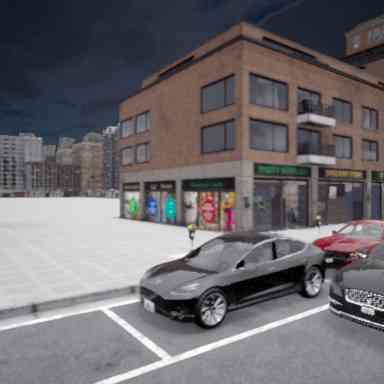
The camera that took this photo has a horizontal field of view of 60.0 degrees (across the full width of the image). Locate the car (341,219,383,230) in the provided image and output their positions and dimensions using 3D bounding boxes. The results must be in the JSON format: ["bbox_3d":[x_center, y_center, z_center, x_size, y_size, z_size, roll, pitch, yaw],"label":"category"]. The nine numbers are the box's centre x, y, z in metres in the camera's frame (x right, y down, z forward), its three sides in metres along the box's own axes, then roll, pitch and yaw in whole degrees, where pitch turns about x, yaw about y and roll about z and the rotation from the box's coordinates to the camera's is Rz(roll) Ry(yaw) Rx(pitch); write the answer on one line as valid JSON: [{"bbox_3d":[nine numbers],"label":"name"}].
[{"bbox_3d":[5.446,1.548,10.089,4.507,1.381,1.887,0,0,-35],"label":"car"}]

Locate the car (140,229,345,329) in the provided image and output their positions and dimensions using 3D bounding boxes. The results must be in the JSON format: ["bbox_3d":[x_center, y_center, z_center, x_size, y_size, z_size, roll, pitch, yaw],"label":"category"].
[{"bbox_3d":[1.043,1.568,6.952,4.313,1.339,1.947,0,0,-35],"label":"car"}]

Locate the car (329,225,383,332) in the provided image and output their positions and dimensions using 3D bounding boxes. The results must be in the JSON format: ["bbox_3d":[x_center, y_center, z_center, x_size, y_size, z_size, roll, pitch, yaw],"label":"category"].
[{"bbox_3d":[4.574,1.508,6.316,4.892,1.490,1.837,0,0,-35],"label":"car"}]
